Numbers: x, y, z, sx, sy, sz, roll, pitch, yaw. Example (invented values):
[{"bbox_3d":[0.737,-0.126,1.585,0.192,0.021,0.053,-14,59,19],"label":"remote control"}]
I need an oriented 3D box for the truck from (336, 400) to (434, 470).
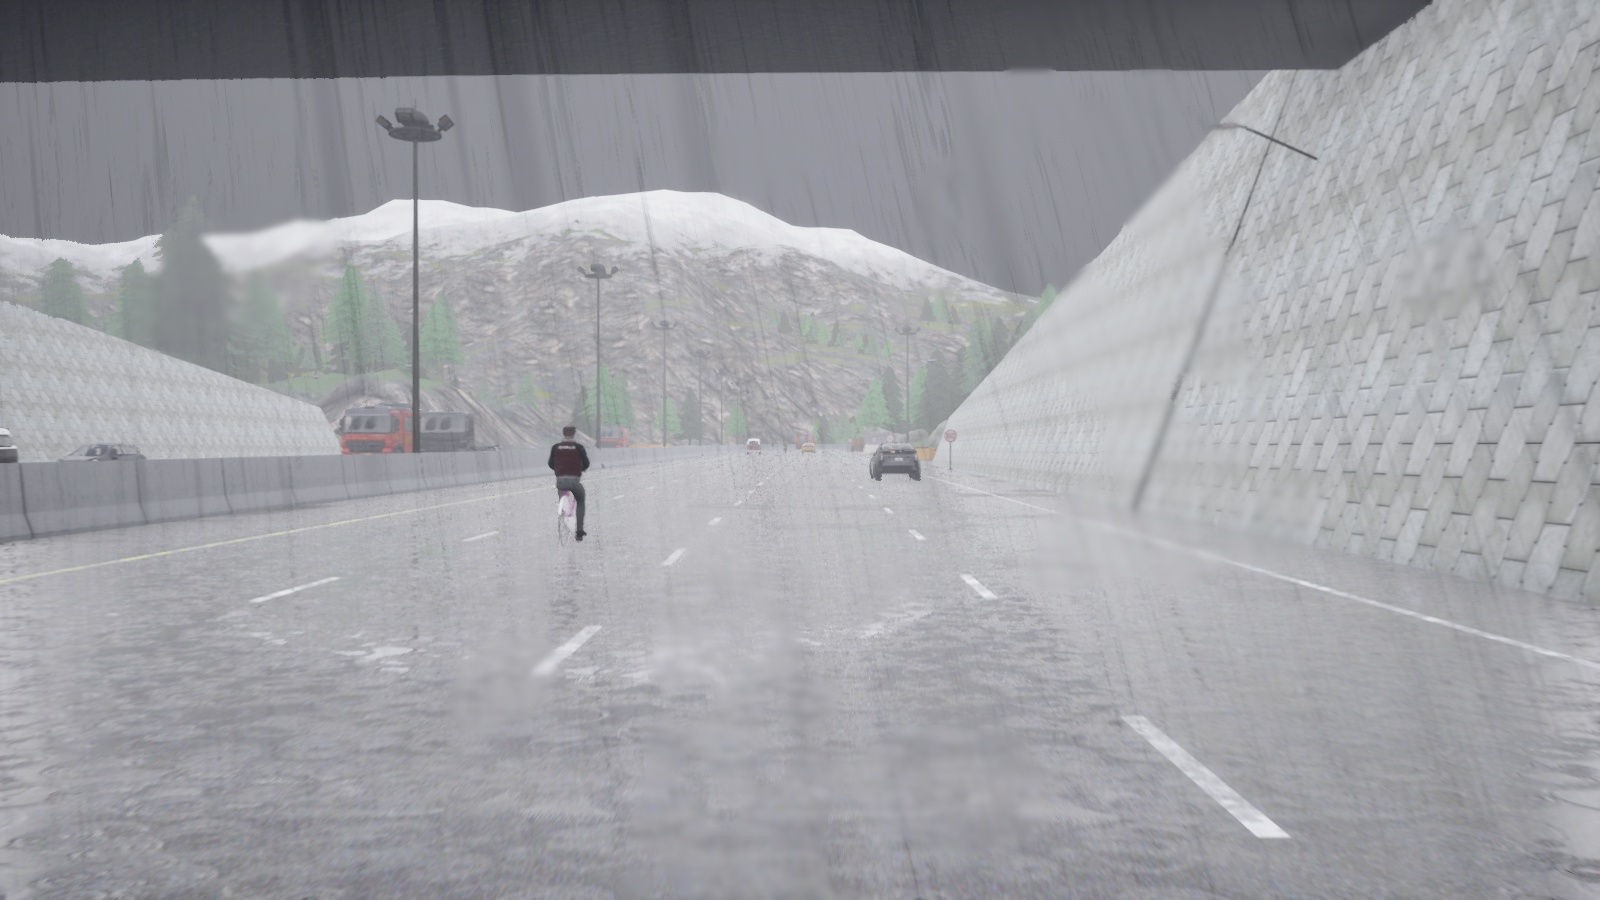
[{"bbox_3d":[-23.996,-0.850,73.143,2.891,3.827,8.468,0,0,0],"label":"truck"}]

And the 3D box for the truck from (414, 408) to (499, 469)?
[{"bbox_3d":[-20.480,-0.677,75.459,2.891,3.462,7.936,0,0,0],"label":"truck"}]

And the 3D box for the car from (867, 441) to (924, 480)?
[{"bbox_3d":[3.854,0.408,51.133,2.007,1.525,4.514,0,0,0],"label":"car"}]

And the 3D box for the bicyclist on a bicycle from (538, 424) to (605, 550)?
[{"bbox_3d":[-3.367,0.509,18.646,0.659,1.776,1.843,0,1,0],"label":"bicyclist on a bicycle"}]

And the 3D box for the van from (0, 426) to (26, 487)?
[{"bbox_3d":[-27.715,0.216,41.043,2.069,2.038,4.480,0,0,0],"label":"van"}]

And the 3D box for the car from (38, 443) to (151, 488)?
[{"bbox_3d":[-24.200,0.497,43.233,1.845,1.501,3.633,0,0,0],"label":"car"}]
